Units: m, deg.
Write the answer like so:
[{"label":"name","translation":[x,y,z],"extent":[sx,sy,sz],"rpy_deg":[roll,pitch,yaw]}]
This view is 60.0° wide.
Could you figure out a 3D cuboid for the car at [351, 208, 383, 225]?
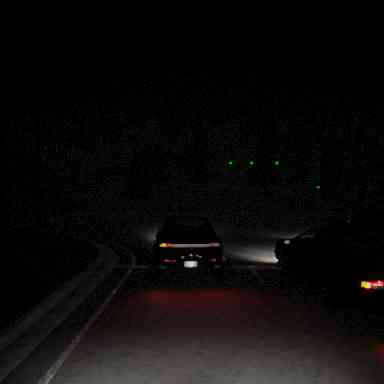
[{"label":"car","translation":[6.628,1.347,11.675],"extent":[2.097,1.767,4.553],"rpy_deg":[0,0,-6]}]

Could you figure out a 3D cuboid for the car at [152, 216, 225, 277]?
[{"label":"car","translation":[-0.202,1.488,10.265],"extent":[2.128,1.511,4.902],"rpy_deg":[0,0,-4]}]

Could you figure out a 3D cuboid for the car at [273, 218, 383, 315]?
[{"label":"car","translation":[3.498,1.545,7.856],"extent":[2.033,1.411,5.357],"rpy_deg":[0,0,-2]}]
